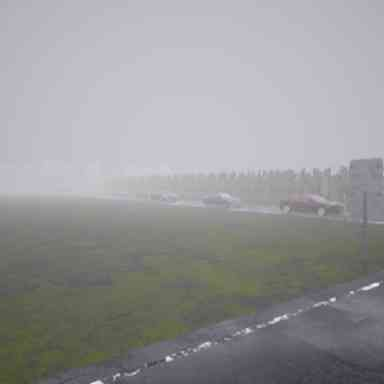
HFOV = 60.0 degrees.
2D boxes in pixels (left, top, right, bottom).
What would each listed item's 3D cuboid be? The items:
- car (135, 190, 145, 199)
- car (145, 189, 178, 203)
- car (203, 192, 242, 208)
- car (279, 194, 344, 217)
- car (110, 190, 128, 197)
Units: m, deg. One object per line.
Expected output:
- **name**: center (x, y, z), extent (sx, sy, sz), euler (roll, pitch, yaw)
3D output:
- **car**: center (-7.368, 0.361, 52.606), extent (2.128, 1.511, 4.902), euler (0, 1, -35)
- **car**: center (-3.754, 0.412, 42.646), extent (2.097, 1.767, 4.553), euler (0, 1, -36)
- **car**: center (2.931, 0.786, 33.356), extent (1.812, 1.442, 4.674), euler (0, 1, -36)
- **car**: center (8.882, 0.919, 25.021), extent (1.882, 1.535, 5.008), euler (0, 1, -34)
- **car**: center (-13.410, 0.257, 60.906), extent (1.994, 1.385, 4.181), euler (0, 1, -36)
